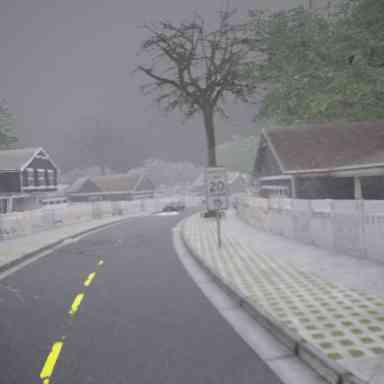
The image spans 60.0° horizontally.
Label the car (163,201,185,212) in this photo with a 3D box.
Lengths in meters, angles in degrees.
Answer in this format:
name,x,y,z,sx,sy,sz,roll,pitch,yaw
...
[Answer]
name,x,y,z,sx,sy,sz,roll,pitch,yaw
car,-2.272,1.851,43.135,1.994,1.385,4.181,-3,-1,15
